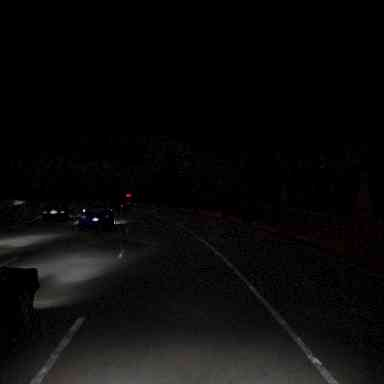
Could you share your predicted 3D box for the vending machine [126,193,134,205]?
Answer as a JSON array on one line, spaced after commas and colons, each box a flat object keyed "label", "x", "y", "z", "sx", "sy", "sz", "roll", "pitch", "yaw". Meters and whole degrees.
[{"label": "vending machine", "x": -11.744, "y": 1.310, "z": 62.799, "sx": 1.100, "sy": 2.100, "sz": 0.880, "roll": 0, "pitch": 0, "yaw": -34}]

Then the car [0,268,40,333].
[{"label": "car", "x": -3.637, "y": 1.609, "z": 4.015, "sx": 1.895, "sy": 1.301, "sz": 4.718, "roll": 0, "pitch": 0, "yaw": -3}]

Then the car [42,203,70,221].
[{"label": "car", "x": -11.321, "y": 1.600, "z": 27.840, "sx": 2.033, "sy": 1.411, "sz": 5.357, "roll": 0, "pitch": 0, "yaw": -17}]

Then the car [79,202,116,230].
[{"label": "car", "x": -6.105, "y": 1.587, "z": 21.489, "sx": 1.994, "sy": 1.385, "sz": 4.181, "roll": 0, "pitch": 0, "yaw": -13}]

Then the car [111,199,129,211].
[{"label": "car", "x": -9.229, "y": 1.628, "z": 41.885, "sx": 1.994, "sy": 1.385, "sz": 4.181, "roll": 0, "pitch": 0, "yaw": -23}]
